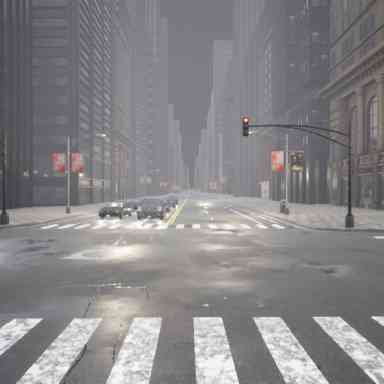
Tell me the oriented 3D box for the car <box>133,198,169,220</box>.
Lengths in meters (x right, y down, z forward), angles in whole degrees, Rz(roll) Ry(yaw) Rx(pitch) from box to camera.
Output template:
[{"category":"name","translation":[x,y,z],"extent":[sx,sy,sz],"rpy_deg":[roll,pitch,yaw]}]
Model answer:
[{"category":"car","translation":[-3.340,1.336,28.109],"extent":[2.097,1.767,4.553],"rpy_deg":[0,0,0]}]

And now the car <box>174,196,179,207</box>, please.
[{"category":"car","translation":[-3.341,1.529,47.483],"extent":[1.994,1.385,4.181],"rpy_deg":[0,0,0]}]

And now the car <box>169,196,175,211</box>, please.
[{"category":"car","translation":[-3.338,1.523,37.584],"extent":[2.033,1.411,5.357],"rpy_deg":[0,0,0]}]

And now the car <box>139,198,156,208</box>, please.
[{"category":"car","translation":[-6.588,1.563,49.551],"extent":[1.895,1.301,4.718],"rpy_deg":[0,0,0]}]

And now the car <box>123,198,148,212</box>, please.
[{"category":"car","translation":[-6.586,1.521,39.465],"extent":[2.033,1.411,5.357],"rpy_deg":[0,0,0]}]

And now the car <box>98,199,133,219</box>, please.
[{"category":"car","translation":[-6.564,1.531,29.366],"extent":[2.033,1.411,5.357],"rpy_deg":[0,0,4]}]

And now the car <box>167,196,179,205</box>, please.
[{"category":"car","translation":[-3.300,1.453,57.857],"extent":[1.837,1.490,4.892],"rpy_deg":[0,0,0]}]
